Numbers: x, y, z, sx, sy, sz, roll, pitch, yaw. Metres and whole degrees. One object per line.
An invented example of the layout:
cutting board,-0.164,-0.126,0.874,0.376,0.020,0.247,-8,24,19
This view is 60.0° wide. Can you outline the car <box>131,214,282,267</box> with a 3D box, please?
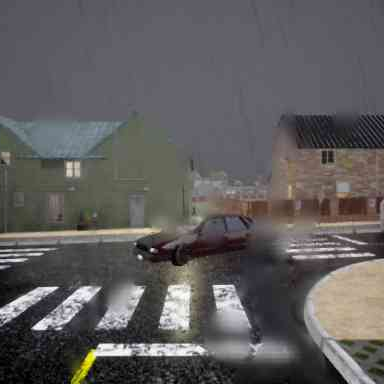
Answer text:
car,0.665,1.497,11.588,5.357,1.411,2.033,-3,0,-30
